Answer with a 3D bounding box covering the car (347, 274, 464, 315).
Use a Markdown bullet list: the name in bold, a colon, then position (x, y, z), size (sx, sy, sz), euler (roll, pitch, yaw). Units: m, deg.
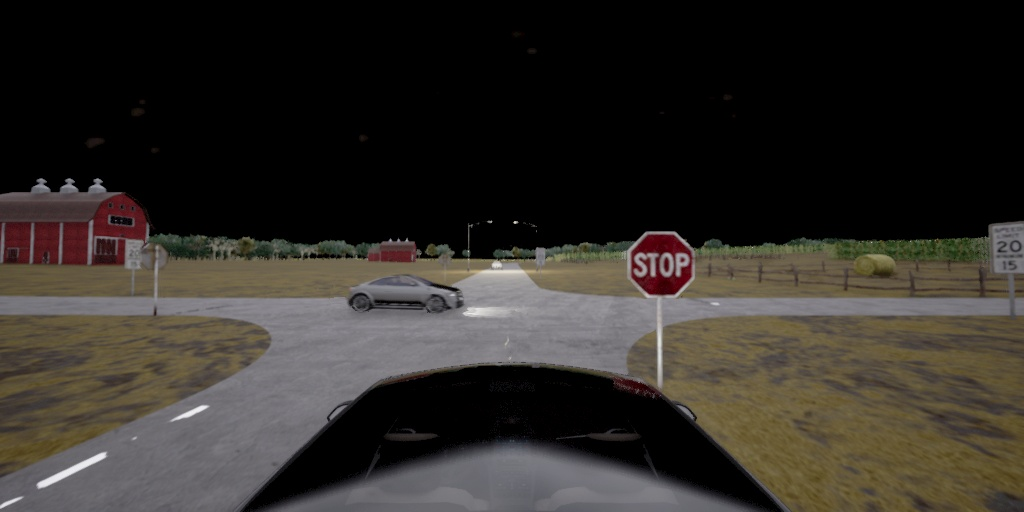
- **car**: position (-3.958, 1.398, 13.678), size (4.181, 1.385, 1.994), euler (1, -1, 0)
